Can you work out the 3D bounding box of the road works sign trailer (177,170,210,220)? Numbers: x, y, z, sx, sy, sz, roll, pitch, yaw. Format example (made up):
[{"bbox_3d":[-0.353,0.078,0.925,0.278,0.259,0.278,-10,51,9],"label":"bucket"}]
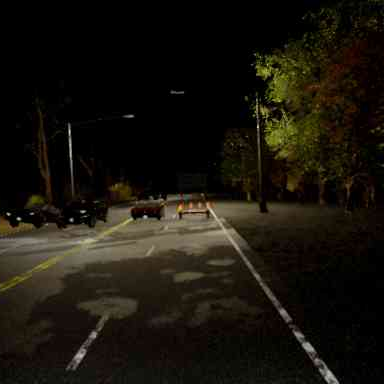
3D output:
[{"bbox_3d":[0.100,0.169,25.448,2.380,3.560,2.880,-3,1,1],"label":"road works sign trailer"}]

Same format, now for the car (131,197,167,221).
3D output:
[{"bbox_3d":[-2.975,1.267,23.458,1.895,1.301,4.718,0,1,0],"label":"car"}]

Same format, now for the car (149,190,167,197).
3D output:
[{"bbox_3d":[-5.956,0.624,61.550,2.150,2.045,5.566,-3,1,1],"label":"car"}]

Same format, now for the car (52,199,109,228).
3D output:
[{"bbox_3d":[-6.488,1.225,20.411,1.837,1.490,4.892,0,1,1],"label":"car"}]

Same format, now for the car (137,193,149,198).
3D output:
[{"bbox_3d":[-9.165,1.036,63.026,1.837,1.490,4.892,-3,1,1],"label":"car"}]

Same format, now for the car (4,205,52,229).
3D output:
[{"bbox_3d":[-9.814,1.540,21.564,2.033,1.411,5.357,-1,-9,0],"label":"car"}]
